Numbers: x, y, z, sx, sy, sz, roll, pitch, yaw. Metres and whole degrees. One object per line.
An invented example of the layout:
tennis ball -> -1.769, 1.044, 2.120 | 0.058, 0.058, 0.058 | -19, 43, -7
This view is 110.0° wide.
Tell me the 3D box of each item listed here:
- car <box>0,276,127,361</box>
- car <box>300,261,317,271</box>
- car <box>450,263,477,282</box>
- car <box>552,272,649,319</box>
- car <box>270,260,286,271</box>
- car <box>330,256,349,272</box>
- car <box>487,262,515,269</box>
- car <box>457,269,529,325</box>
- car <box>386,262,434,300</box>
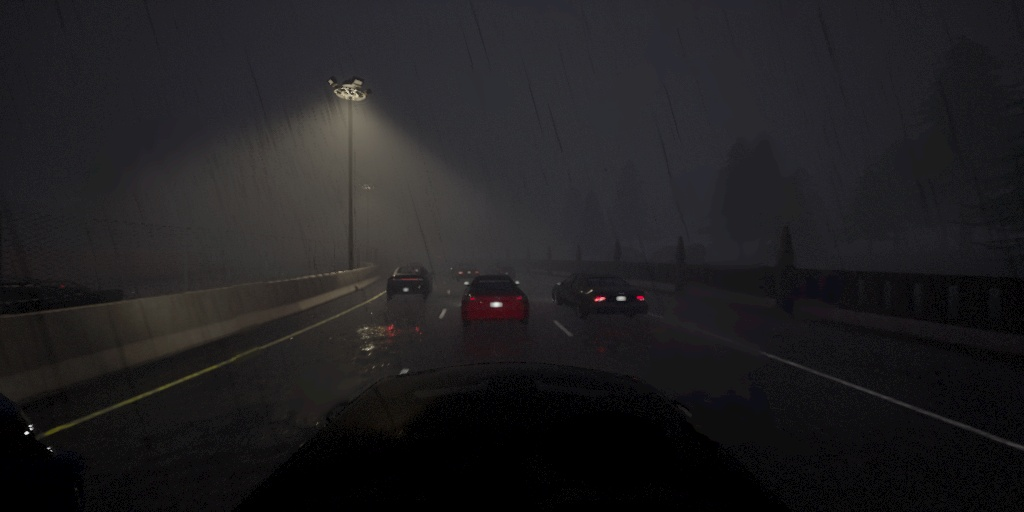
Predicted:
car -> -10.914, 1.276, 6.813 | 2.128, 1.511, 4.902 | 0, 0, -4
car -> -28.642, 1.359, 50.375 | 1.994, 1.385, 4.181 | 0, 0, -32
car -> -3.900, 1.276, 29.325 | 2.033, 1.411, 5.357 | 0, 0, -16
car -> 2.846, 1.272, 12.787 | 2.033, 1.411, 5.357 | 0, 0, -7
car -> -33.787, 1.304, 51.783 | 2.128, 1.511, 4.902 | 0, 0, -34
car -> -22.299, 0.998, 46.462 | 2.150, 2.045, 5.566 | 0, 0, -28
car -> -1.036, 1.240, 31.823 | 1.812, 1.442, 4.674 | 0, 0, -16
car -> -0.637, 1.303, 11.836 | 1.994, 1.385, 4.181 | 0, 0, -6
car -> -5.000, 1.239, 17.923 | 2.128, 1.511, 4.902 | 0, 0, -9
